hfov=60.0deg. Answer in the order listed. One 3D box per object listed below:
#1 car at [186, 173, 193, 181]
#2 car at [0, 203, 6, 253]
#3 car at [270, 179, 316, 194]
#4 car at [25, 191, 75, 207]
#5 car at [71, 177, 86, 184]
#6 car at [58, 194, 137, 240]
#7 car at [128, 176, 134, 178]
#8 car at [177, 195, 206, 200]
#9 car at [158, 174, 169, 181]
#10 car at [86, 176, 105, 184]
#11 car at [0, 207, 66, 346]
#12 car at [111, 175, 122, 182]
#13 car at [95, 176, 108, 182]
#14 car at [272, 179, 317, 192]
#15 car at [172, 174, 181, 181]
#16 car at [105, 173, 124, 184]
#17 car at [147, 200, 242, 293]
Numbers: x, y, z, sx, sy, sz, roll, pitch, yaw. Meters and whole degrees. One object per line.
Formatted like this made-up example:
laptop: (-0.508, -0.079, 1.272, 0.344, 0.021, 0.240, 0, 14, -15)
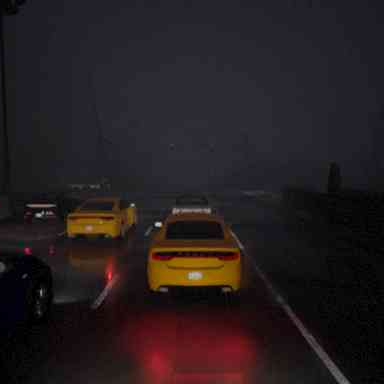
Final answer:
car: (-0.673, -3.634, 86.075, 2.033, 1.411, 5.357, 0, 4, 0)
car: (-6.957, 1.240, 8.225, 1.882, 1.535, 5.008, 0, 3, 0)
car: (11.459, -0.605, 37.929, 5.008, 1.535, 1.882, 0, 4, 1)
car: (-7.027, 0.694, 17.631, 2.128, 1.511, 4.902, 0, 4, 0)
car: (-21.507, -2.140, 63.720, 1.895, 1.301, 4.718, 0, 4, 0)
car: (-3.497, 0.927, 13.723, 1.882, 1.535, 5.008, 0, 4, 0)
car: (-14.625, -3.188, 80.076, 1.895, 1.301, 4.718, 0, 4, 0)
car: (-0.026, 0.801, 17.769, 1.895, 1.301, 4.718, 0, 4, 0)
car: (-7.673, -3.648, 86.018, 2.128, 1.511, 4.902, 0, 4, 0)
car: (-18.015, -2.260, 63.929, 2.128, 1.511, 4.902, 0, 4, 0)
car: (-3.427, 1.275, 3.893, 2.097, 1.767, 4.553, 0, 2, 0)
car: (-18.125, -3.258, 80.029, 1.812, 1.442, 4.674, 0, 4, 0)
car: (-21.624, -3.220, 79.860, 1.994, 1.385, 4.181, 0, 4, 0)
car: (12.709, -0.816, 41.439, 4.902, 1.511, 2.128, 0, 4, 2)
car: (-4.173, -3.698, 86.043, 1.882, 1.535, 5.008, 0, 4, 0)
car: (-14.520, -2.533, 63.942, 2.150, 2.045, 5.566, 0, 4, 0)
car: (0.042, 1.233, 8.403, 1.882, 1.535, 5.008, 0, 3, 0)
